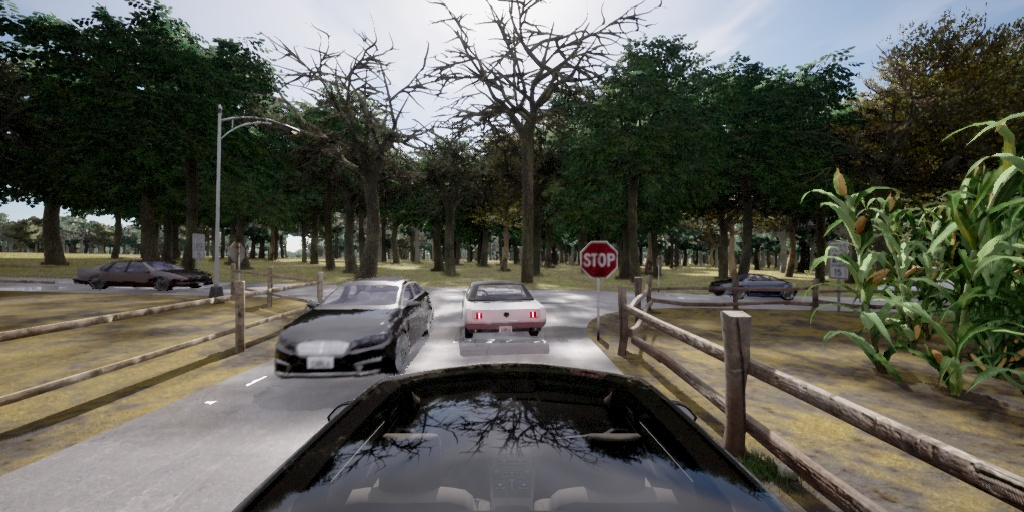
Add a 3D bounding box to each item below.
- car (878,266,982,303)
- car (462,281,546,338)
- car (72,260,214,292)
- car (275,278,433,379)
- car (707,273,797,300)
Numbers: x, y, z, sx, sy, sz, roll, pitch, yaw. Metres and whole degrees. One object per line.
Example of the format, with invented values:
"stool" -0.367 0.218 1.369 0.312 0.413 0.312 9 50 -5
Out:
"car" 23.967 1.572 19.998 5.566 2.045 2.150 1 0 1
"car" -0.458 1.351 10.221 1.895 1.301 4.718 0 0 -8
"car" -17.601 0.909 17.253 5.357 1.411 2.033 1 0 0
"car" -2.854 1.242 7.503 2.128 1.511 4.902 0 0 -4
"car" 13.340 1.662 20.057 4.181 1.385 1.994 1 0 0
